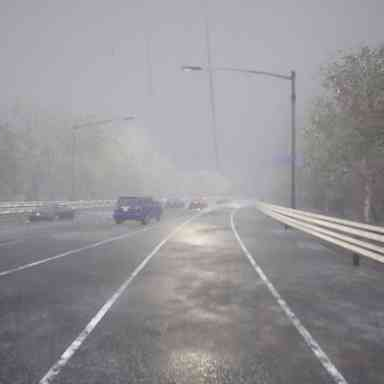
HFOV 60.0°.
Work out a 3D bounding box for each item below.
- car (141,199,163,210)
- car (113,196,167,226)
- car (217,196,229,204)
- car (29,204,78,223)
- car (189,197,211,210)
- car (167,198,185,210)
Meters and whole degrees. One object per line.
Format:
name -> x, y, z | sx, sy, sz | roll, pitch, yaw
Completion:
car -> -5.872, 1.781, 49.812 | 1.837, 1.490, 4.892 | 0, -1, 11
car -> -3.843, 1.288, 24.536 | 2.150, 2.045, 5.566 | 0, 0, 11
car -> 6.873, 2.122, 77.430 | 1.812, 1.442, 4.674 | 0, -1, 11
car -> -10.703, 1.594, 25.999 | 1.994, 1.385, 4.181 | 0, -1, 11
car -> 0.947, 1.649, 48.243 | 2.097, 1.767, 4.553 | 0, -1, 11
car -> -2.463, 1.638, 48.999 | 2.097, 1.767, 4.553 | 0, -1, 11
